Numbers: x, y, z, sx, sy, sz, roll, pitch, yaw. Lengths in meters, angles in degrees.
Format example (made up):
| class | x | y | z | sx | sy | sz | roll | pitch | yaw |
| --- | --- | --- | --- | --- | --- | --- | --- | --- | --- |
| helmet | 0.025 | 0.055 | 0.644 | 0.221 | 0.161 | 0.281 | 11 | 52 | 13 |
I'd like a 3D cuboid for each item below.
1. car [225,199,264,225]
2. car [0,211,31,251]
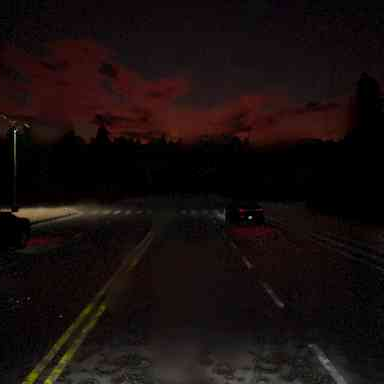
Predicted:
| class | x | y | z | sx | sy | sz | roll | pitch | yaw |
| --- | --- | --- | --- | --- | --- | --- | --- | --- | --- |
| car | 3.253 | 1.208 | 21.164 | 2.128 | 1.511 | 4.902 | 0 | 1 | -1 |
| car | -7.208 | 1.380 | 10.973 | 1.882 | 1.535 | 5.008 | 0 | 1 | -1 |
